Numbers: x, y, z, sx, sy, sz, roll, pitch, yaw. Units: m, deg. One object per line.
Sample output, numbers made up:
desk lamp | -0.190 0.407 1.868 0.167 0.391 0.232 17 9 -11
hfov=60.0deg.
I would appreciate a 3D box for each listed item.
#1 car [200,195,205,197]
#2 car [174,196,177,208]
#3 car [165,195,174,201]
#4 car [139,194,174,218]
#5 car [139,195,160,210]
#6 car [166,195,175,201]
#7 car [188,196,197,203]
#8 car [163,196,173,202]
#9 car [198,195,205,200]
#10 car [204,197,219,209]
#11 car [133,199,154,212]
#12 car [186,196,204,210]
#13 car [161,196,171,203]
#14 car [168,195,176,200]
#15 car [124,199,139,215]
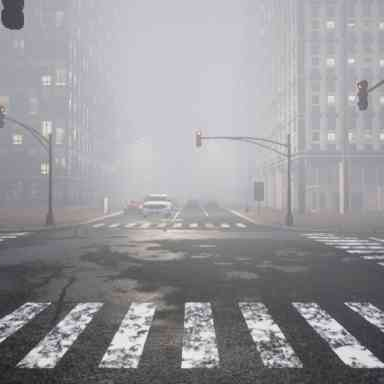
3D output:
car | 2.705 1.547 56.270 1.752 1.417 4.829 1 0 0
car | -3.097 1.541 40.219 1.812 1.442 4.674 0 0 0
car | -5.675 1.578 83.908 1.887 1.381 4.507 1 0 0
car | -3.097 1.233 30.297 2.150 2.045 5.566 0 0 0
car | -5.671 1.332 44.882 2.192 1.841 5.009 1 0 0
car | -5.675 1.587 89.483 2.008 1.369 4.403 1 0 0
car | 0.101 1.591 69.841 1.994 1.385 4.181 0 0 0
car | -5.675 1.582 78.333 2.008 1.369 4.403 1 0 0
car | 2.705 1.584 95.140 1.887 1.381 4.507 1 0 0
car | 2.703 1.599 44.944 1.802 1.307 4.206 1 0 0
car | -5.677 1.597 39.307 1.802 1.307 4.206 1 0 0
car | 0.097 1.564 43.497 2.033 1.411 5.357 0 0 0
car | -5.675 1.573 72.758 1.887 1.381 4.507 1 0 0
car | -5.676 1.605 95.059 1.947 1.339 4.313 1 0 0
car | -5.674 1.453 33.732 1.967 1.590 4.097 1 0 0
